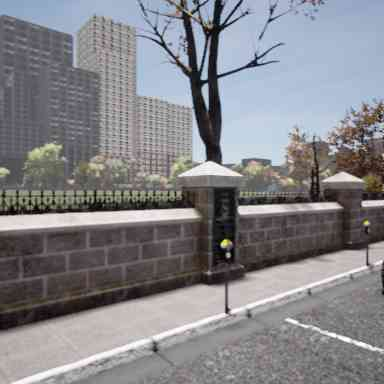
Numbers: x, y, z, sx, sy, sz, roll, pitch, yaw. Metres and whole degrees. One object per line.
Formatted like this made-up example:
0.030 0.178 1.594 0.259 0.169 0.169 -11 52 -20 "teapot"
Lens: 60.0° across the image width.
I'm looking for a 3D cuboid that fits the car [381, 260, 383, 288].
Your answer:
6.117 1.564 7.879 4.313 1.339 1.947 0 0 -40 "car"
